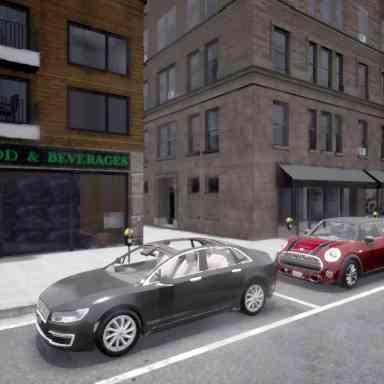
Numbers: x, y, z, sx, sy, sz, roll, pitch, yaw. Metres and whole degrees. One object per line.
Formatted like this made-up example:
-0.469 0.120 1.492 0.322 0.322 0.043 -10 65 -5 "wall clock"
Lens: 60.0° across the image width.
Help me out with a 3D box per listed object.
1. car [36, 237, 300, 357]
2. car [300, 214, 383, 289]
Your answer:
-0.357 1.551 5.924 4.403 1.369 2.008 0 0 -35 "car"
4.146 1.442 9.115 4.097 1.590 1.967 0 0 -35 "car"
